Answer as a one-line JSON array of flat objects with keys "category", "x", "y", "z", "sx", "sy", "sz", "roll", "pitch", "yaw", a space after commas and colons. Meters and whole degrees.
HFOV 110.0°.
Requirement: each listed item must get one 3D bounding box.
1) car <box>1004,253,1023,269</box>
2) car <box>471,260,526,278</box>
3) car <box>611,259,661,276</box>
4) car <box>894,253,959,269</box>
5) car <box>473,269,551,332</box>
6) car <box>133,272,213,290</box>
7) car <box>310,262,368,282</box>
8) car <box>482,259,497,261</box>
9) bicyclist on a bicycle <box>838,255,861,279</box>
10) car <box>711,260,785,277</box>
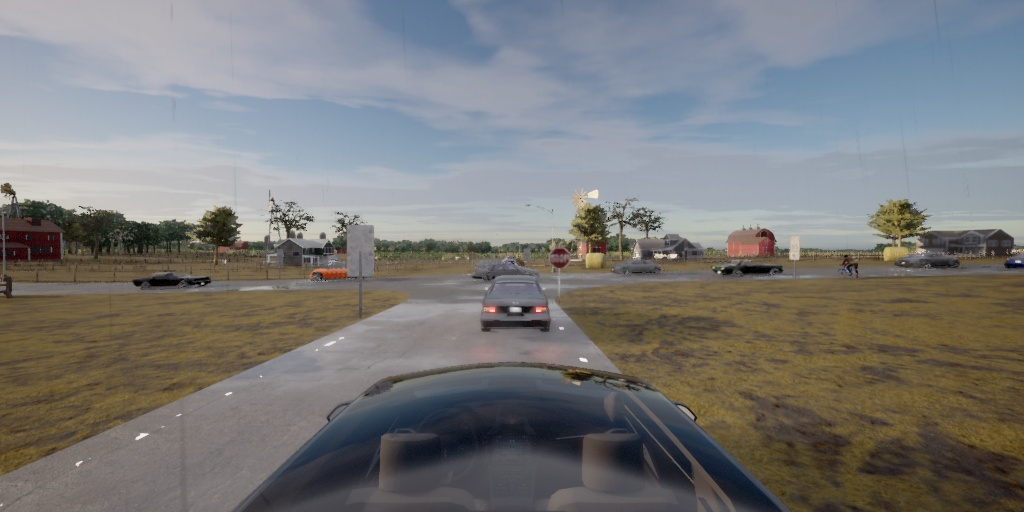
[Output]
[{"category": "car", "x": 41.901, "y": 0.355, "z": 28.255, "sx": 4.181, "sy": 1.385, "sz": 1.994, "roll": -1, "pitch": 1, "yaw": 0}, {"category": "car", "x": -0.473, "y": 1.271, "z": 28.192, "sx": 5.357, "sy": 1.411, "sz": 2.033, "roll": -1, "pitch": 0, "yaw": 0}, {"category": "car", "x": 10.954, "y": 0.988, "z": 31.880, "sx": 4.181, "sy": 1.385, "sz": 1.994, "roll": -1, "pitch": 1, "yaw": 0}, {"category": "car", "x": 36.856, "y": 0.394, "z": 31.934, "sx": 4.181, "sy": 1.385, "sz": 1.994, "roll": -1, "pitch": 1, "yaw": 0}, {"category": "car", "x": 0.100, "y": 1.295, "z": 10.835, "sx": 2.033, "sy": 1.411, "sz": 5.357, "roll": 0, "pitch": 0, "yaw": 0}, {"category": "car", "x": -26.468, "y": 1.885, "z": 28.093, "sx": 4.718, "sy": 1.301, "sz": 1.895, "roll": -1, "pitch": 1, "yaw": 0}, {"category": "car", "x": -15.349, "y": 1.337, "z": 31.816, "sx": 4.553, "sy": 1.767, "sz": 2.097, "roll": -1, "pitch": 1, "yaw": 0}, {"category": "car", "x": -3.345, "y": 1.263, "z": 42.897, "sx": 1.837, "sy": 1.490, "sz": 4.892, "roll": 0, "pitch": -1, "yaw": 6}, {"category": "bicyclist on a bicycle", "x": 22.825, "y": 0.745, "z": 24.314, "sx": 0.582, "sy": 1.620, "sz": 1.656, "roll": -1, "pitch": 0, "yaw": 0}, {"category": "car", "x": 18.498, "y": 0.930, "z": 28.200, "sx": 4.718, "sy": 1.301, "sz": 1.895, "roll": -1, "pitch": 1, "yaw": 0}]
